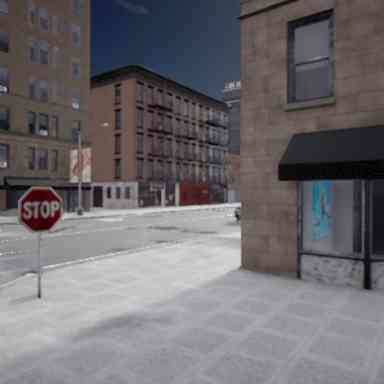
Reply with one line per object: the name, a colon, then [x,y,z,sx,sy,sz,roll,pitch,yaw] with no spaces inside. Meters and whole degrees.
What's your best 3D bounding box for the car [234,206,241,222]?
car: [5.073,1.528,26.160,2.128,1.511,4.902,0,0,35]
